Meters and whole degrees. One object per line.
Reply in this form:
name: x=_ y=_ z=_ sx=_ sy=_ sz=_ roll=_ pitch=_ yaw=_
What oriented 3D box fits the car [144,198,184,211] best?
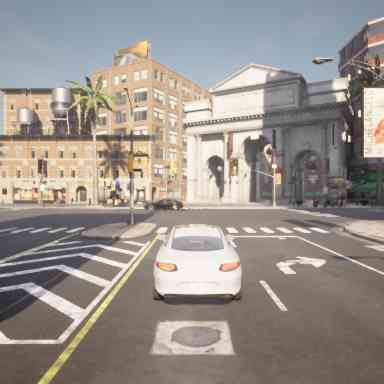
car: x=-3.426 y=1.505 z=40.598 sx=4.892 sy=1.490 sz=1.837 roll=0 pitch=0 yaw=1

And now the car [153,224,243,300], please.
car: x=0.111 y=1.526 z=8.256 sx=1.812 sy=1.442 sz=4.674 roll=0 pitch=0 yaw=0
